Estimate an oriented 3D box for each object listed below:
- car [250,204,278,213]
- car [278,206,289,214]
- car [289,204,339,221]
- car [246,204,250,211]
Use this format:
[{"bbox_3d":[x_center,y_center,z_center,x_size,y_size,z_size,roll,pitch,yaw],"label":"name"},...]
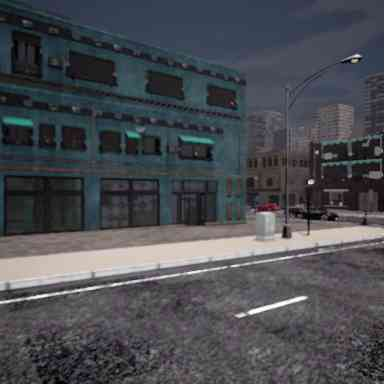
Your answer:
[{"bbox_3d":[11.095,2.364,49.002,1.802,1.307,4.206,-1,0,-35],"label":"car"},{"bbox_3d":[14.301,2.270,44.490,2.008,1.369,4.403,-1,0,-35],"label":"car"},{"bbox_3d":[12.204,2.170,32.765,1.947,1.339,4.313,-1,0,-35],"label":"car"},{"bbox_3d":[7.890,2.426,53.513,1.802,1.307,4.206,-1,0,-35],"label":"car"}]
